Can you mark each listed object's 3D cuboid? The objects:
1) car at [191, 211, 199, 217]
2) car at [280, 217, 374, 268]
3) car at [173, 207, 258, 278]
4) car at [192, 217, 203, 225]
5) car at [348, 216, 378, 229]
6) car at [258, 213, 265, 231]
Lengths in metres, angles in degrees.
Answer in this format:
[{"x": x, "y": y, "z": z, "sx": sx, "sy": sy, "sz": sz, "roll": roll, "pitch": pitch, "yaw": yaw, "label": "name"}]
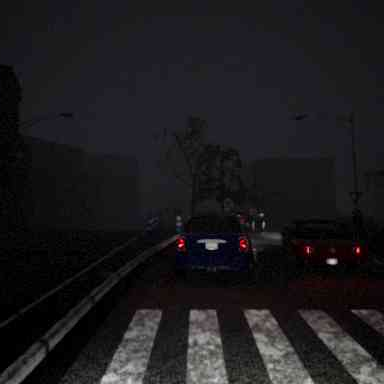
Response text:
[{"x": 0.936, "y": 6.101, "z": 92.676, "sx": 1.837, "sy": 1.490, "sz": 4.892, "roll": -1, "pitch": 0, "yaw": 6, "label": "car"}, {"x": 4.128, "y": 1.571, "z": 11.237, "sx": 1.895, "sy": 1.301, "sz": 4.718, "roll": -1, "pitch": 1, "yaw": 8, "label": "car"}, {"x": 0.773, "y": 1.372, "z": 10.460, "sx": 2.097, "sy": 1.767, "sz": 4.553, "roll": -1, "pitch": 0, "yaw": 7, "label": "car"}, {"x": 1.102, "y": 6.076, "z": 70.085, "sx": 1.895, "sy": 1.301, "sz": 4.718, "roll": 1, "pitch": 0, "yaw": -6, "label": "car"}, {"x": 18.498, "y": 3.474, "z": 37.035, "sx": 4.902, "sy": 1.511, "sz": 2.128, "roll": 3, "pitch": -7, "yaw": -23, "label": "car"}, {"x": 3.321, "y": 1.753, "z": 20.986, "sx": 1.837, "sy": 1.490, "sz": 4.892, "roll": -3, "pitch": -5, "yaw": 24, "label": "car"}]
